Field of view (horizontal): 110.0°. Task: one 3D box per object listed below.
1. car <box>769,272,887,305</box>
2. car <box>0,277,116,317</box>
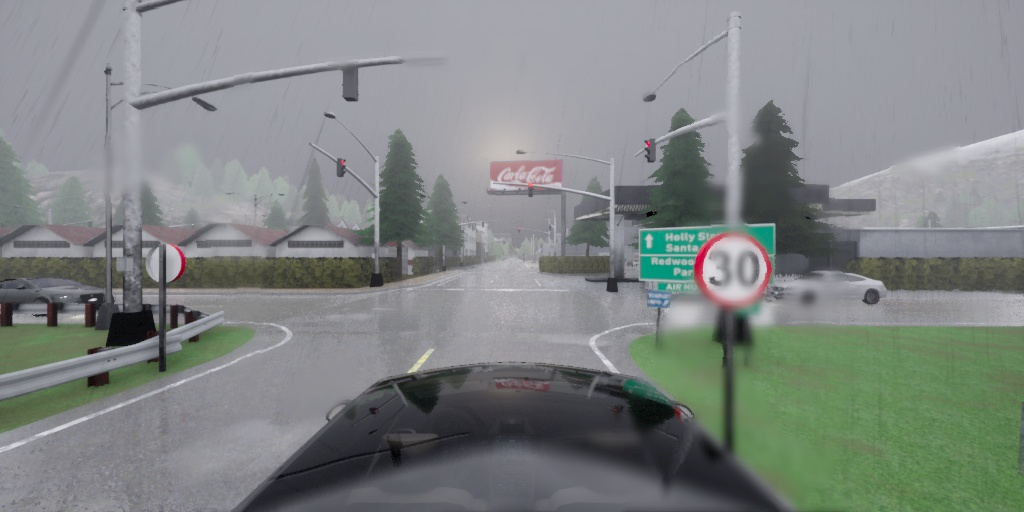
[{"bbox_3d":[14.854,1.467,16.949,4.674,1.442,1.812,0,0,0],"label":"car"},{"bbox_3d":[-18.054,1.504,13.768,4.181,1.385,1.994,0,0,1],"label":"car"}]
